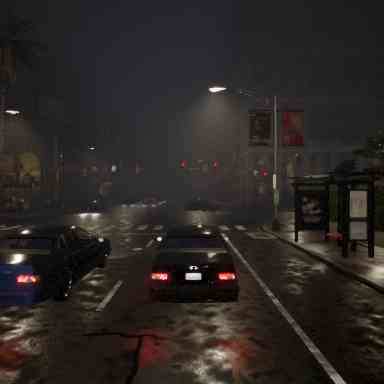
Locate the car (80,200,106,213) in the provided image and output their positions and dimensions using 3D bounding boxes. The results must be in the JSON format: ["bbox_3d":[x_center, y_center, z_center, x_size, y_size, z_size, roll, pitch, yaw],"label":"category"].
[{"bbox_3d":[-10.859,1.564,36.720,1.994,1.385,4.181,0,0,0],"label":"car"}]

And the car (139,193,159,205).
[{"bbox_3d":[-7.504,1.351,58.852,2.097,1.767,4.553,0,0,0],"label":"car"}]

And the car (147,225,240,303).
[{"bbox_3d":[0.024,1.547,8.421,2.033,1.411,5.357,0,0,0],"label":"car"}]

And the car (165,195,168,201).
[{"bbox_3d":[-7.576,1.500,83.790,1.837,1.490,4.892,0,0,0],"label":"car"}]

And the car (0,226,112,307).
[{"bbox_3d":[-3.476,1.547,8.236,2.033,1.411,5.357,0,0,0],"label":"car"}]

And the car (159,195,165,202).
[{"bbox_3d":[-7.534,1.500,72.569,1.837,1.490,4.892,0,0,0],"label":"car"}]

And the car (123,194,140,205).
[{"bbox_3d":[-11.002,1.525,58.840,1.812,1.442,4.674,0,0,0],"label":"car"}]

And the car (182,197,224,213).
[{"bbox_3d":[1.172,1.564,37.788,4.181,1.385,1.994,0,0,33],"label":"car"}]

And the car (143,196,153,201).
[{"bbox_3d":[-11.080,1.595,83.558,1.895,1.301,4.718,0,0,0],"label":"car"}]
